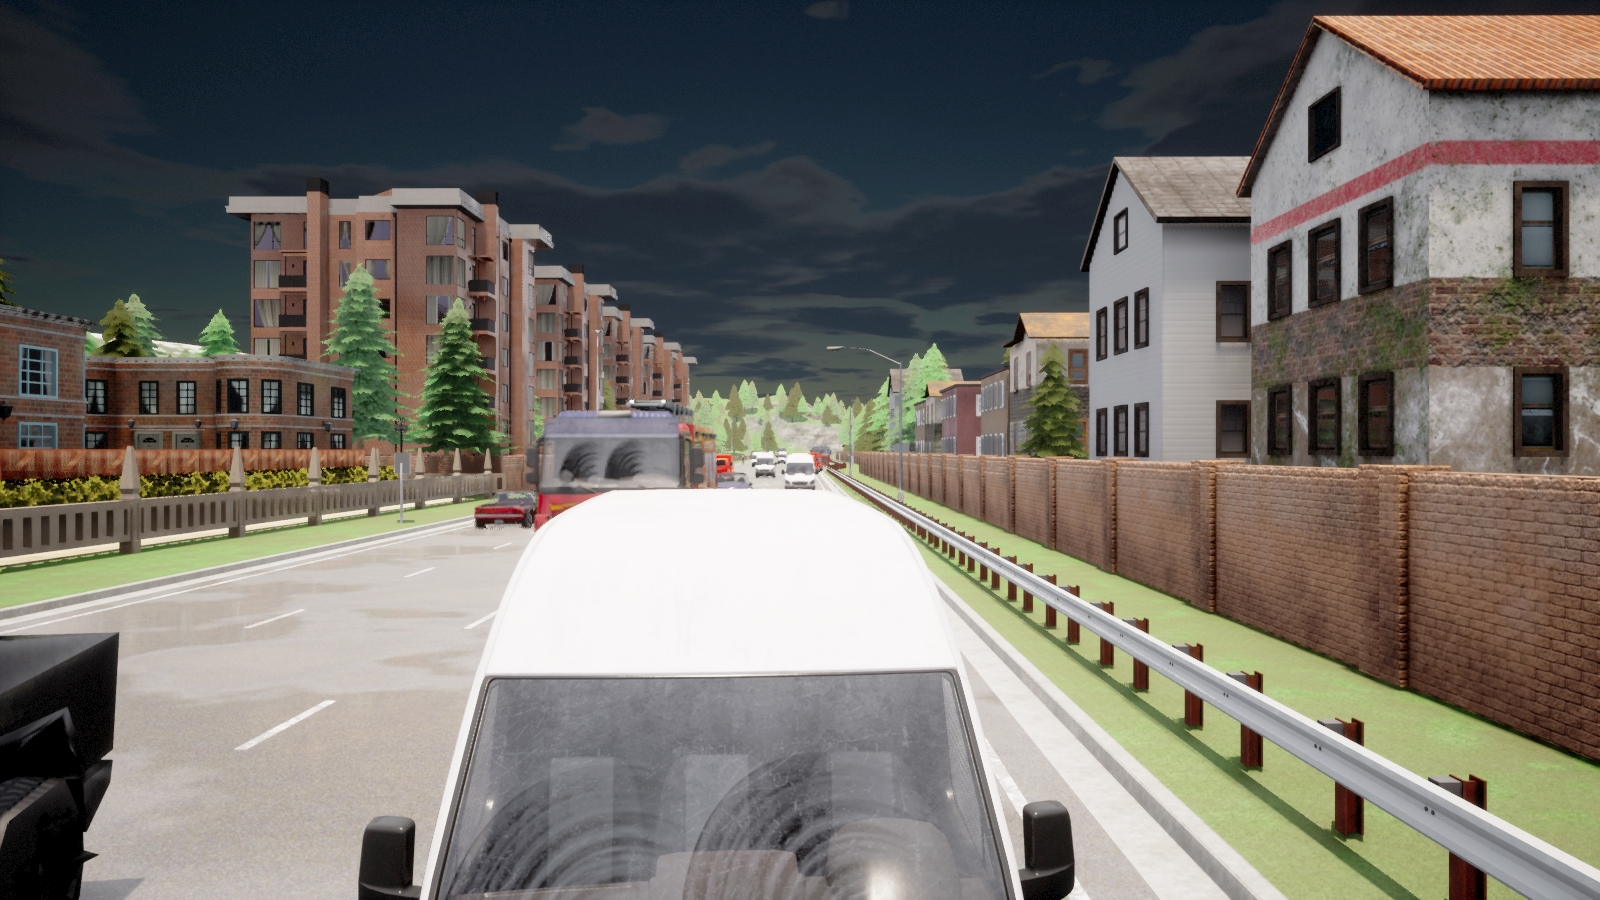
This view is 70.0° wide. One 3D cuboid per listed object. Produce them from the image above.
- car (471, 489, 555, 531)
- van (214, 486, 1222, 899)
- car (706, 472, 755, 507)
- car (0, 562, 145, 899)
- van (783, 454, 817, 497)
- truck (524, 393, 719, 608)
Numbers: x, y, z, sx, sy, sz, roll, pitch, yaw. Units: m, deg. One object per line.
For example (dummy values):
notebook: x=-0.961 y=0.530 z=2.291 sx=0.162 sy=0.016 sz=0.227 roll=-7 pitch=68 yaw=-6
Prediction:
car: x=-10.477 y=2.175 z=42.007 sx=1.895 sy=1.301 sz=4.718 roll=0 pitch=0 yaw=0
van: x=-0.349 y=1.538 z=5.210 sx=1.988 sy=2.561 sz=5.915 roll=0 pitch=0 yaw=-4
car: x=-3.502 y=1.995 z=58.646 sx=2.242 sy=1.667 sz=4.611 roll=0 pitch=0 yaw=0
car: x=-4.725 y=1.756 z=3.923 sx=2.390 sy=2.098 sz=6.274 roll=0 pitch=0 yaw=-11
van: x=0.002 y=1.568 z=71.473 sx=1.988 sy=2.561 sz=5.915 roll=0 pitch=0 yaw=0
truck: x=-3.499 y=0.902 z=24.662 sx=2.891 sy=3.827 sz=8.468 roll=0 pitch=0 yaw=0
